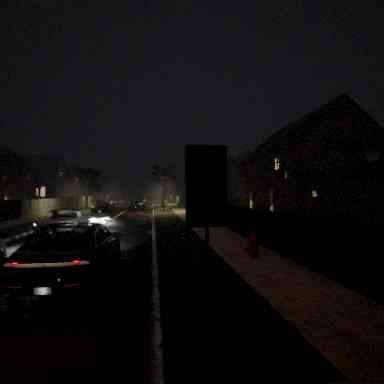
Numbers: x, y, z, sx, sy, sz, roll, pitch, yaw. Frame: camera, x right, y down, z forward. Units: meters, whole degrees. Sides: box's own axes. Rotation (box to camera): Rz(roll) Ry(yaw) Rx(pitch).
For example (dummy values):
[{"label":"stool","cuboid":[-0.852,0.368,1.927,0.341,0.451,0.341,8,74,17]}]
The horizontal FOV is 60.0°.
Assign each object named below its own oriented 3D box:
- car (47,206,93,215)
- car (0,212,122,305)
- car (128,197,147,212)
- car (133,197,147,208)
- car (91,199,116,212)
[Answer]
[{"label":"car","cuboid":[-6.837,1.592,17.663,1.895,1.301,4.718,0,0,-7]},{"label":"car","cuboid":[-2.850,1.481,8.121,2.128,1.511,4.902,0,0,-7]},{"label":"car","cuboid":[-6.408,1.450,38.854,2.128,1.511,4.902,0,0,-6]},{"label":"car","cuboid":[-7.624,1.476,48.853,1.837,1.490,4.892,0,0,-6]},{"label":"car","cuboid":[-8.509,1.468,32.067,2.128,1.511,4.902,0,0,-6]}]
